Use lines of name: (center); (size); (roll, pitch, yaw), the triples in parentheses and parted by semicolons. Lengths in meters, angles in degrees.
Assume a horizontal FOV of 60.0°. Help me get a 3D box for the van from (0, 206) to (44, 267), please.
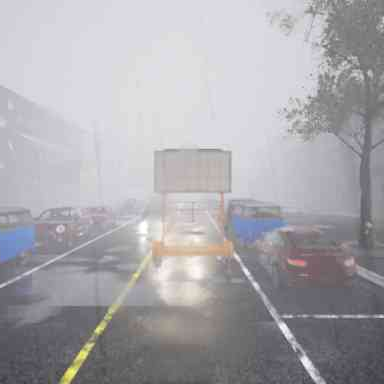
van: (-5.681, 1.312, 8.670); (1.690, 1.788, 3.998); (-1, 0, 0)

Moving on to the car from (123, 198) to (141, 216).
car: (-5.640, 1.337, 30.863); (1.967, 1.590, 4.097); (-1, 0, 0)

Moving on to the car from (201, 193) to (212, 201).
car: (2.783, 1.346, 53.213); (1.752, 1.417, 4.829); (-1, 0, 0)

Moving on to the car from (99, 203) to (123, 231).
car: (-5.659, 1.478, 19.767); (1.887, 1.381, 4.507); (-1, 0, 0)

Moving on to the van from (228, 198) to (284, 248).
van: (2.710, 1.294, 14.205); (1.690, 1.788, 3.998); (-1, 0, 0)

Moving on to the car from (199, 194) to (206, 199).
car: (2.853, 1.213, 92.052); (1.752, 1.417, 4.829); (-1, 0, 0)

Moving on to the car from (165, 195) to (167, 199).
car: (-5.599, 1.372, 53.057); (2.008, 1.369, 4.403); (-1, 0, 0)

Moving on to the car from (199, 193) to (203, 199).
car: (2.790, 1.118, 58.592); (2.192, 1.841, 5.009); (-1, 0, 0)

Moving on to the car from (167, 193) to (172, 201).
car: (-5.560, 1.061, 75.249); (2.192, 1.841, 5.009); (-1, 0, 0)

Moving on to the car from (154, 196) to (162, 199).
car: (-5.608, 1.422, 47.509); (1.802, 1.307, 4.206); (-1, 0, 0)

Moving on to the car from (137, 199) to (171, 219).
car: (-3.050, 1.508, 27.711); (1.895, 1.301, 4.718); (0, 0, 0)

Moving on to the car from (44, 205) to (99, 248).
car: (-5.670, 1.392, 14.219); (1.967, 1.590, 4.097); (-1, 0, 0)

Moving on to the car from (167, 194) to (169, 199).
car: (-5.588, 1.385, 58.606); (1.802, 1.307, 4.206); (-1, 0, 0)

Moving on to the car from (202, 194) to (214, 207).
car: (2.772, 1.406, 47.496); (1.947, 1.339, 4.313); (-1, 0, 0)

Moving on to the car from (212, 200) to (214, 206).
car: (2.732, 1.497, 25.303); (1.802, 1.307, 4.206); (-1, 0, 0)

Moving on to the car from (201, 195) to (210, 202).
car: (2.813, 1.347, 69.689); (1.802, 1.307, 4.206); (-1, 0, 0)

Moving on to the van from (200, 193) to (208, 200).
van: (2.830, 1.068, 80.785); (1.690, 1.788, 3.998); (-1, 0, 0)

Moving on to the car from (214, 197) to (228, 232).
car: (2.720, 1.249, 19.753); (2.192, 1.841, 5.009); (-1, 0, 0)

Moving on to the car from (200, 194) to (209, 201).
car: (2.823, 1.271, 75.407); (1.752, 1.417, 4.829); (-1, 0, 0)

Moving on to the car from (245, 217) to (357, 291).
car: (2.702, 1.553, 8.658); (1.802, 1.307, 4.206); (-1, 0, 0)

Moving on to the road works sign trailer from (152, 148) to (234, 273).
road works sign trailer: (0.029, 0.429, 10.487); (2.380, 3.560, 2.880); (0, 0, 0)

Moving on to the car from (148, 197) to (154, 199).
car: (-5.628, 1.422, 36.412); (1.887, 1.381, 4.507); (-1, 0, 0)
